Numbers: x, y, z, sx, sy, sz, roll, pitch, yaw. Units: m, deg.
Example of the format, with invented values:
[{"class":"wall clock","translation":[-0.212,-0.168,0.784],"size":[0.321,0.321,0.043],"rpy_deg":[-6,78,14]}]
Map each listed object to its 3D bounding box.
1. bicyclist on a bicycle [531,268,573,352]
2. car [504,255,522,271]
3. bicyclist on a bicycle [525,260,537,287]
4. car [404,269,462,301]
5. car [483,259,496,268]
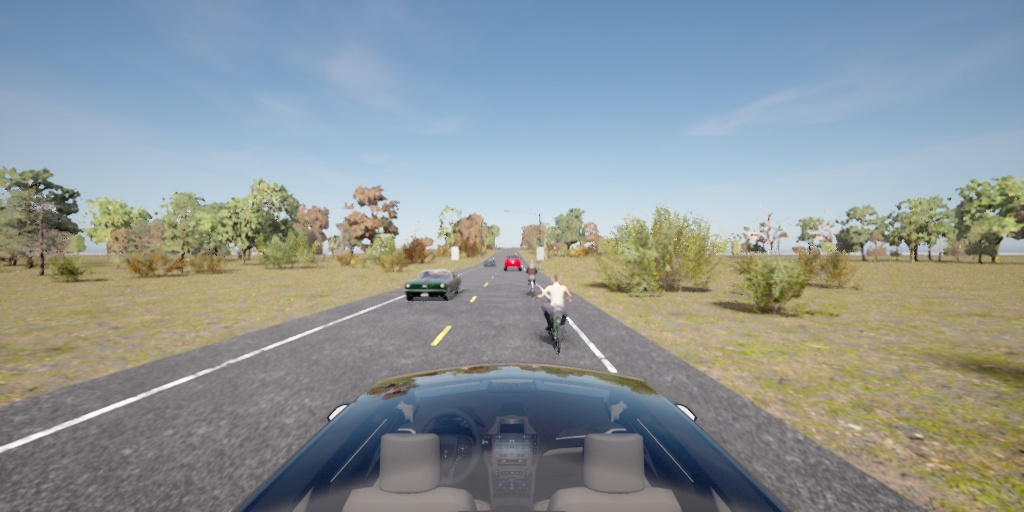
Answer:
[{"class":"bicyclist on a bicycle","translation":[0.949,1.167,7.855],"size":[0.866,1.612,1.509],"rpy_deg":[0,0,0]},{"class":"car","translation":[0.094,0.824,47.252],"size":[2.150,2.045,5.566],"rpy_deg":[0,0,0]},{"class":"bicyclist on a bicycle","translation":[0.961,1.070,17.432],"size":[0.659,1.776,1.843],"rpy_deg":[0,0,0]},{"class":"car","translation":[-3.601,1.301,17.015],"size":[1.895,1.301,4.718],"rpy_deg":[0,0,0]},{"class":"car","translation":[-3.577,1.130,57.816],"size":[1.994,1.385,4.181],"rpy_deg":[0,0,0]}]
